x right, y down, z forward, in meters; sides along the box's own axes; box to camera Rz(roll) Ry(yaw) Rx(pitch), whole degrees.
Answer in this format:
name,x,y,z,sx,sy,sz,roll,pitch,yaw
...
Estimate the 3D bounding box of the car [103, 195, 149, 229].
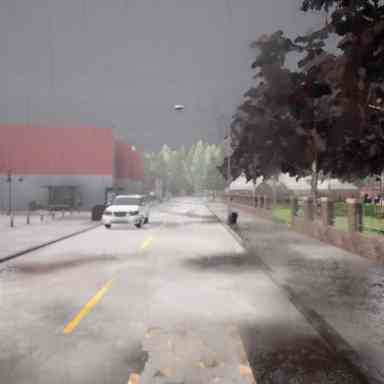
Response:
name,x,y,z,sx,sy,sz,roll,pitch,yaw
car,-4.095,1.209,21.656,2.150,2.045,5.566,0,0,0
